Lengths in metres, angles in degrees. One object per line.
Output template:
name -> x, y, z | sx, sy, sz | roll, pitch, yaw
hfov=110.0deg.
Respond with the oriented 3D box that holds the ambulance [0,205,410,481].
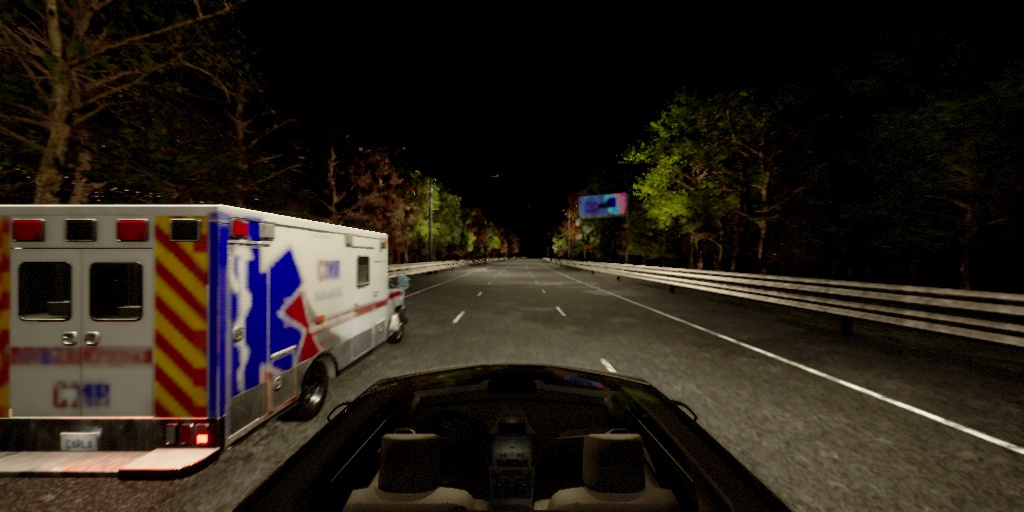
ambulance -> -3.494, 0.797, 5.792 | 2.351, 2.431, 6.366 | 0, 0, 0
